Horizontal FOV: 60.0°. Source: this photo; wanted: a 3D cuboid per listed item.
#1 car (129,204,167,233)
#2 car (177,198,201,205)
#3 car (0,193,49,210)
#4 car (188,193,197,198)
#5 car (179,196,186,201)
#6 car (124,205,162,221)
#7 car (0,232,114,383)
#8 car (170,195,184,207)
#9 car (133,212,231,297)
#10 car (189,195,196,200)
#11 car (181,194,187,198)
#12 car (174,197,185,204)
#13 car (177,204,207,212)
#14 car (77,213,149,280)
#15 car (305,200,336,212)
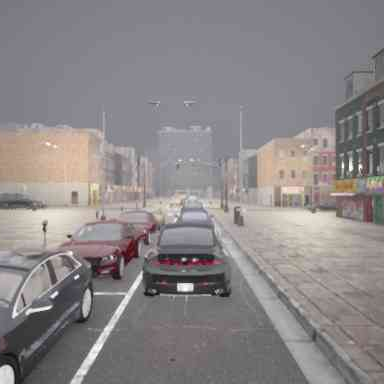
[{"bbox_3d":[-2.608,1.531,20.809,1.752,1.417,4.829,0,0,0],"label":"car"},{"bbox_3d":[0.055,1.488,26.356,1.882,1.535,5.008,0,0,0],"label":"car"},{"bbox_3d":[-19.417,1.109,38.062,5.566,2.045,2.150,0,0,0],"label":"car"},{"bbox_3d":[0.101,1.361,83.046,2.150,2.045,5.566,0,0,0],"label":"car"},{"bbox_3d":[-2.525,1.716,91.044,1.887,1.381,4.507,0,0,0],"label":"car"},{"bbox_3d":[-2.615,1.546,15.485,1.887,1.381,4.507,0,0,0],"label":"car"},{"bbox_3d":[-2.627,1.550,4.497,2.008,1.369,4.403,0,0,0],"label":"car"},{"bbox_3d":[-2.571,1.582,52.767,1.752,1.417,4.829,0,0,0],"label":"car"},{"bbox_3d":[-0.067,1.504,8.543,1.837,1.490,4.892,0,0,1],"label":"car"},{"bbox_3d":[0.113,1.489,93.435,1.882,1.535,5.008,0,0,0],"label":"car"},{"bbox_3d":[-2.563,1.385,58.380,2.192,1.841,5.009,0,0,0],"label":"car"},{"bbox_3d":[-2.551,1.650,69.268,2.008,1.369,4.403,0,0,0],"label":"car"},{"bbox_3d":[0.112,1.527,16.087,1.812,1.442,4.674,0,0,0],"label":"car"},{"bbox_3d":[-2.621,1.544,9.990,1.887,1.381,4.507,0,0,0],"label":"car"},{"bbox_3d":[16.575,1.750,41.154,4.892,1.490,1.837,1,0,0],"label":"car"}]
